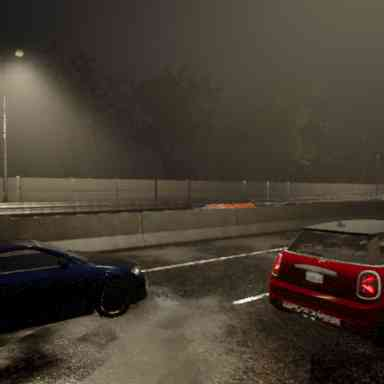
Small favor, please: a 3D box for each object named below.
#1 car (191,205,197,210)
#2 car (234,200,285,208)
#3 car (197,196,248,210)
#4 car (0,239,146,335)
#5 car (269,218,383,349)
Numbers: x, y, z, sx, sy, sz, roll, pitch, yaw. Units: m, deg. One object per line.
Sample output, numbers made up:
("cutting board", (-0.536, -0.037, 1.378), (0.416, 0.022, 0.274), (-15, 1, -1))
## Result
("car", (2.107, 1.408, 31.309), (4.674, 1.442, 1.812), (0, 0, -35))
("car", (5.781, 1.486, 25.319), (4.718, 1.301, 1.895), (0, 0, -36))
("car", (3.094, 1.241, 27.700), (4.553, 1.767, 2.097), (0, 0, -35))
("car", (-2.943, 1.558, 5.946), (4.181, 1.385, 1.994), (0, 0, -36))
("car", (3.601, 1.313, 6.319), (4.553, 1.767, 2.097), (0, 0, -36))
